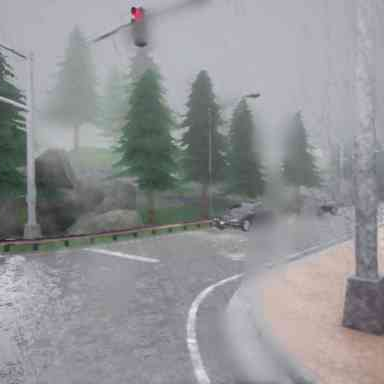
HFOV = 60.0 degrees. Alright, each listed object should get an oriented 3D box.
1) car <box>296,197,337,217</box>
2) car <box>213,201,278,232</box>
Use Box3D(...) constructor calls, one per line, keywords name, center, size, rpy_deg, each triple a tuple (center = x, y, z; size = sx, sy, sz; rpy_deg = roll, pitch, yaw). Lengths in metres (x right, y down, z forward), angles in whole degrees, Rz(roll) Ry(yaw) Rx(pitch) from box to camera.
Box3D(name="car", center=(10.071, 1.167, 26.822), size=(2.128, 1.511, 4.902), rpy_deg=(0, 1, 42))
Box3D(name="car", center=(3.181, 1.334, 19.135), size=(1.837, 1.490, 4.892), rpy_deg=(0, 1, 42))
